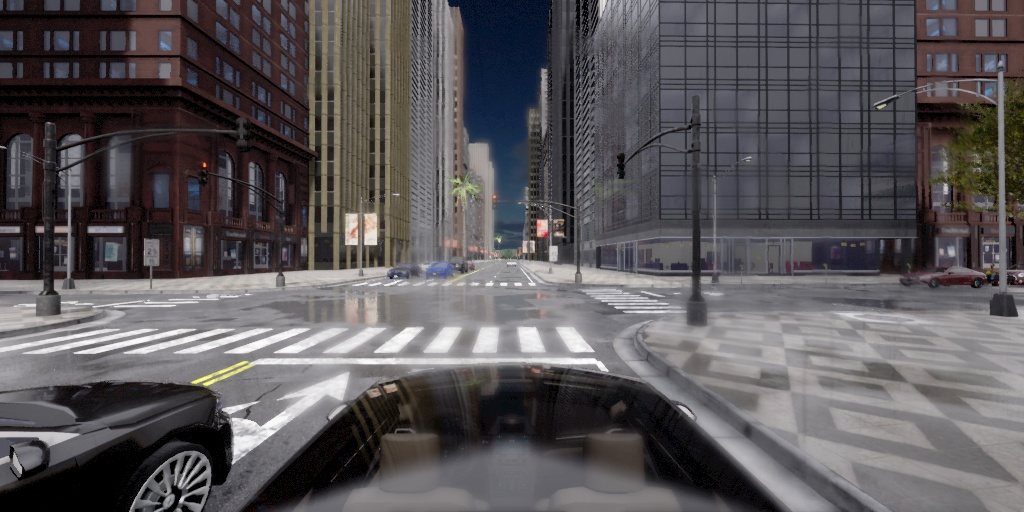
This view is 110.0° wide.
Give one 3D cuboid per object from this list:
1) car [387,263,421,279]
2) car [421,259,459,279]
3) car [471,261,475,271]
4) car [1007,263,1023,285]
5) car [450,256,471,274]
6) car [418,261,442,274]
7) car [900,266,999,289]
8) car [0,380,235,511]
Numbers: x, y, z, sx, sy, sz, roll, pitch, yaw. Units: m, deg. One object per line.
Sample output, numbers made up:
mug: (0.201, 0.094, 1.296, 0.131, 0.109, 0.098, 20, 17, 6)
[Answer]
car: (-9.863, 1.361, 33.518, 2.033, 1.411, 5.357, 0, 0, 3)
car: (-6.643, 1.291, 33.548, 1.882, 1.535, 5.008, 0, 0, 2)
car: (-6.657, 1.411, 53.946, 1.812, 1.442, 4.674, 0, 0, 0)
car: (32.073, 1.117, 22.090, 4.097, 1.591, 1.967, 0, 0, -1)
car: (-6.659, 1.067, 43.656, 2.150, 2.045, 5.566, 0, 0, 0)
car: (-9.913, 1.371, 43.705, 1.812, 1.442, 4.674, 0, 0, 0)
car: (26.435, 1.275, 21.994, 4.207, 1.307, 1.802, 0, 0, -1)
car: (-3.138, 1.241, 0.908, 2.128, 1.511, 4.902, 0, 0, -1)
